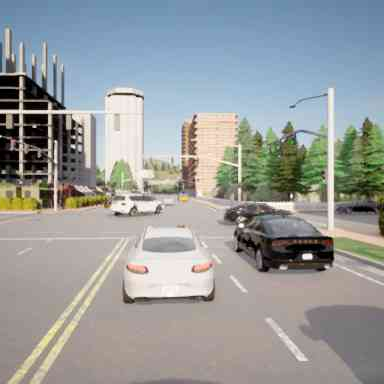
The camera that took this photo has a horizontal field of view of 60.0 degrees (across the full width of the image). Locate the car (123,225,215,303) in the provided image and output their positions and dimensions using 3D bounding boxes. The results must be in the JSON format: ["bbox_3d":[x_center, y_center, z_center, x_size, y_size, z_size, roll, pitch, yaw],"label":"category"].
[{"bbox_3d":[-0.581,1.523,8.098,1.812,1.442,4.674,0,0,-5],"label":"car"}]

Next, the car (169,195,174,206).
[{"bbox_3d":[-3.914,1.504,55.626,1.812,1.442,4.674,0,0,-4],"label":"car"}]

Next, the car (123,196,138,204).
[{"bbox_3d":[-11.632,1.523,63.225,2.033,1.411,5.357,0,0,-4],"label":"car"}]

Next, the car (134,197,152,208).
[{"bbox_3d":[-7.137,1.473,48.828,2.128,1.511,4.902,0,0,-4],"label":"car"}]

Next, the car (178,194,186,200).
[{"bbox_3d":[-2.724,1.272,86.458,1.882,1.535,5.008,0,0,-4],"label":"car"}]

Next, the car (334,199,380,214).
[{"bbox_3d":[17.085,1.479,33.960,4.902,1.511,2.128,0,0,-3],"label":"car"}]

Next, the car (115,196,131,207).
[{"bbox_3d":[-10.946,1.457,53.084,1.882,1.535,5.008,0,0,-4],"label":"car"}]

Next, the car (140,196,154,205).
[{"bbox_3d":[-7.774,1.469,57.938,2.128,1.511,4.902,0,0,-4],"label":"car"}]

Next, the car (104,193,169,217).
[{"bbox_3d":[-5.099,1.209,31.235,2.150,2.045,5.566,1,1,37],"label":"car"}]

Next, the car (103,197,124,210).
[{"bbox_3d":[-10.287,1.461,43.758,1.882,1.535,5.008,0,0,-4],"label":"car"}]

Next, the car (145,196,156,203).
[{"bbox_3d":[-8.447,1.521,68.365,2.033,1.411,5.357,0,0,-4],"label":"car"}]

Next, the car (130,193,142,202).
[{"bbox_3d":[-12.335,1.197,73.690,2.150,2.045,5.566,0,0,-4],"label":"car"}]

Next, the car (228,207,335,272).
[{"bbox_3d":[2.686,1.474,10.834,1.882,1.535,5.008,0,0,-5],"label":"car"}]

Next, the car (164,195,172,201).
[{"bbox_3d":[-6.231,1.492,86.427,2.128,1.511,4.902,0,0,-4],"label":"car"}]

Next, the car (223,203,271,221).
[{"bbox_3d":[4.561,1.496,22.668,4.892,1.490,1.837,0,0,-3],"label":"car"}]

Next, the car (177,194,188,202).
[{"bbox_3d":[-2.039,1.441,76.910,1.882,1.535,5.008,0,0,-4],"label":"car"}]
